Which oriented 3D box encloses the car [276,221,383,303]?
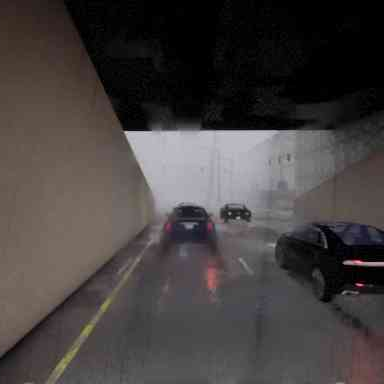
[{"bbox_3d":[3.449,1.466,8.152,2.128,1.511,4.902,0,0,0],"label":"car"}]

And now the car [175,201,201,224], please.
[{"bbox_3d":[-0.302,1.490,25.518,1.812,1.442,4.674,0,0,-1],"label":"car"}]

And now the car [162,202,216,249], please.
[{"bbox_3d":[-0.128,1.331,14.667,2.097,1.767,4.553,0,0,-1],"label":"car"}]

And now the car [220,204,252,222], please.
[{"bbox_3d":[3.221,1.551,25.533,1.895,1.301,4.718,0,0,-1],"label":"car"}]
